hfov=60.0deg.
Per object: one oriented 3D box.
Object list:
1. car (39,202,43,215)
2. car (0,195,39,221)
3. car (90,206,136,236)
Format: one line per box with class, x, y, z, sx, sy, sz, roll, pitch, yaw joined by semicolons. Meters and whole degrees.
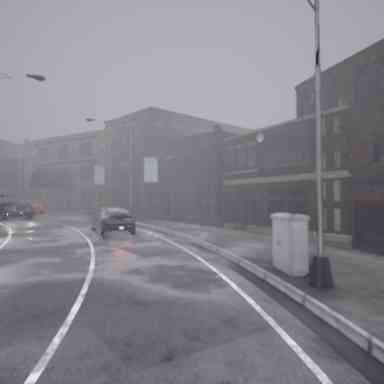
car;-17.611;1.448;34.916;4.553;1.767;2.097;0;-1;39
car;-15.360;1.281;28.197;2.150;2.045;5.566;1;-1;-45
car;-4.570;1.565;18.972;1.837;1.490;4.892;1;-1;-25
